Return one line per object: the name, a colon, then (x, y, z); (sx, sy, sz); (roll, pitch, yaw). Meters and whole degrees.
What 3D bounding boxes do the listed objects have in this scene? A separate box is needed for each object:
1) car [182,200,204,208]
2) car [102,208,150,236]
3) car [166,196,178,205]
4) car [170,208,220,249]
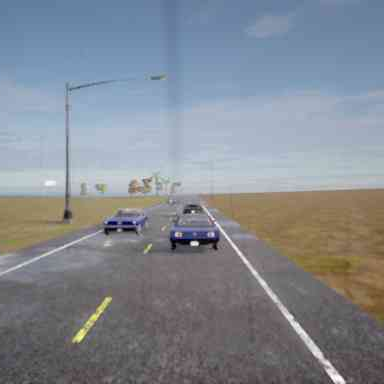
car: (0.098, 1.518, 32.301); (1.837, 1.490, 4.892); (0, 0, 0)
car: (-3.602, 1.609, 18.792); (1.895, 1.301, 4.718); (0, 0, 0)
car: (-3.552, 1.512, 59.192); (2.128, 1.511, 4.902); (0, 0, 1)
car: (0.098, 1.607, 14.511); (1.895, 1.301, 4.718); (0, 0, 0)
